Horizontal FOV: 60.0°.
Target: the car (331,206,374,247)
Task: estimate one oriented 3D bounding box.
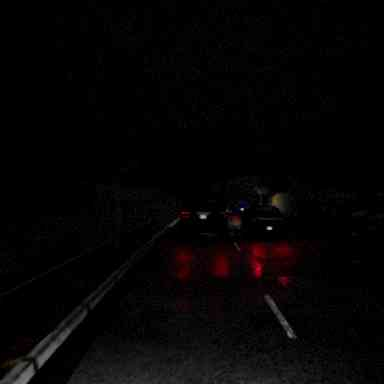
[{"bbox_3d":[8.348,1.453,12.968,5.008,1.535,2.097,1,0,-17],"label":"car"}]

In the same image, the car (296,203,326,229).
[{"bbox_3d":[8.660,1.449,18.868,4.892,1.521,2.231,1,0,-16],"label":"car"}]

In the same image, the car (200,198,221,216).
[{"bbox_3d":[1.956,1.428,33.149,1.837,1.490,4.892,0,0,6],"label":"car"}]

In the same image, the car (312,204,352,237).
[{"bbox_3d":[8.499,1.491,15.914,4.674,1.452,2.002,1,0,-16],"label":"car"}]

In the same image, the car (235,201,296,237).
[{"bbox_3d":[3.683,1.442,17.589,2.128,1.511,4.902,0,0,3],"label":"car"}]

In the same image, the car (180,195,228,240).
[{"bbox_3d":[0.629,1.159,16.888,2.150,2.045,5.566,0,0,3],"label":"car"}]

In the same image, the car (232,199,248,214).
[{"bbox_3d":[5.029,1.475,33.691,1.812,1.442,4.674,0,0,6],"label":"car"}]

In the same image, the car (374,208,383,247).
[{"bbox_3d":[8.271,1.333,10.024,4.553,1.767,2.185,1,0,-17],"label":"car"}]

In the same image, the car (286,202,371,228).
[{"bbox_3d":[8.896,1.479,21.826,4.792,1.488,2.163,1,0,-16],"label":"car"}]
